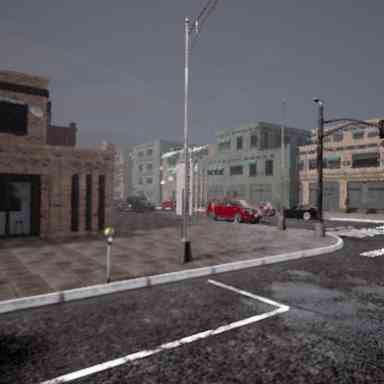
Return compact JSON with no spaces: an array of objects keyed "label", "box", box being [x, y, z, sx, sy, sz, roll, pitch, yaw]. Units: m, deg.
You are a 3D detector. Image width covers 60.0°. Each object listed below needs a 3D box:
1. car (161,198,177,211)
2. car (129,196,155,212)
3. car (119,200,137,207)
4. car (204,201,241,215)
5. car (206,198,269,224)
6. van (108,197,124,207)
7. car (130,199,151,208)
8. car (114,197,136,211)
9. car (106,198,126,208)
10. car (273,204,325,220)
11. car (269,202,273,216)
[{"label":"car","box":[-2.640,1.753,48.798,2.192,1.841,5.009,0,-1,-35]},{"label":"car","box":[-7.065,1.566,45.060,2.150,2.045,5.566,1,-1,-35]},{"label":"car","box":[-12.131,2.178,62.469,1.802,1.307,4.206,0,-1,-35]},{"label":"car","box":[3.591,1.858,39.821,1.752,1.417,4.829,0,-1,-35]},{"label":"car","box":[3.133,1.415,25.790,2.192,1.841,5.009,0,-1,-35]},{"label":"van","box":[-15.296,1.990,67.029,1.690,1.788,3.998,0,-1,-35]},{"label":"car","box":[-8.968,1.984,57.912,1.967,1.590,4.097,0,-1,-35]},{"label":"car","box":[-9.523,1.752,44.018,1.967,1.590,4.097,0,-1,-35]},{"label":"car","box":[-13.769,1.899,60.120,2.097,1.767,4.553,1,-1,-35]},{"label":"car","box":[10.016,1.791,30.566,1.947,1.339,4.313,0,-1,-35]},{"label":"car","box":[6.852,1.719,35.125,1.967,1.590,4.097,0,-1,-35]}]
